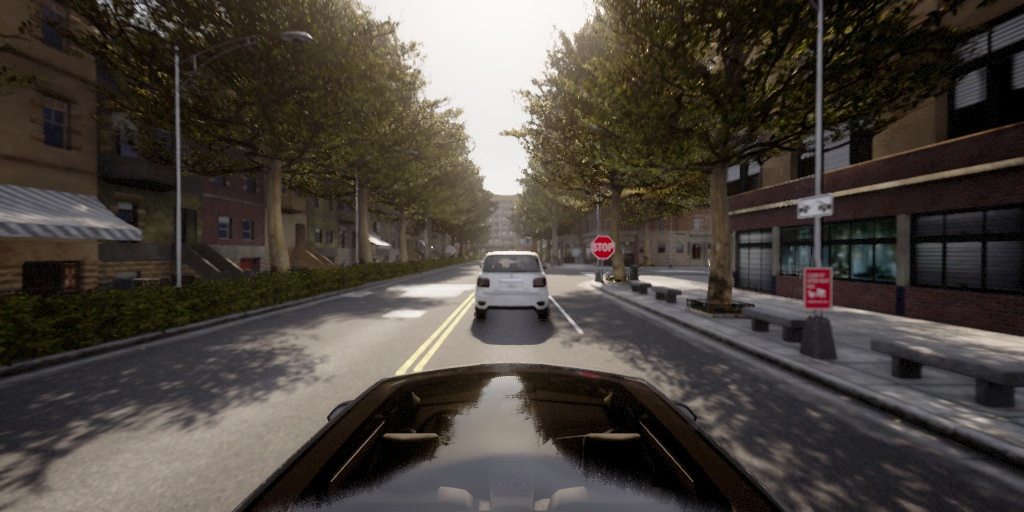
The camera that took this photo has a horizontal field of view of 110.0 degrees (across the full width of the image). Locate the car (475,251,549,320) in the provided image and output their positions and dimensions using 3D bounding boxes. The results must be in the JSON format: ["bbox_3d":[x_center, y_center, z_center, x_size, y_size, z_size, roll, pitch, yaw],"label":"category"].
[{"bbox_3d":[0.043,0.868,12.330,2.150,2.045,5.566,0,0,1],"label":"car"}]
